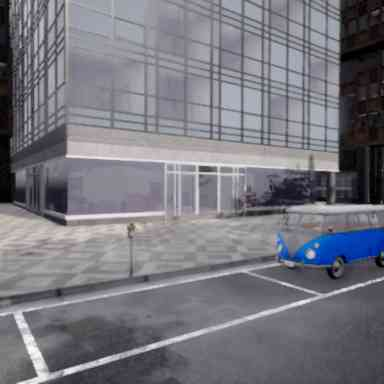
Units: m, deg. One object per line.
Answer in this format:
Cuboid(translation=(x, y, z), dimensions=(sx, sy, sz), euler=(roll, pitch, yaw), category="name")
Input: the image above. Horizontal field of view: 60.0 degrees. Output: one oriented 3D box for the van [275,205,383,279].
Cuboid(translation=(4.156, 1.265, 9.473), dimensions=(3.998, 1.788, 1.690), euler=(0, 1, -35), category="van")
